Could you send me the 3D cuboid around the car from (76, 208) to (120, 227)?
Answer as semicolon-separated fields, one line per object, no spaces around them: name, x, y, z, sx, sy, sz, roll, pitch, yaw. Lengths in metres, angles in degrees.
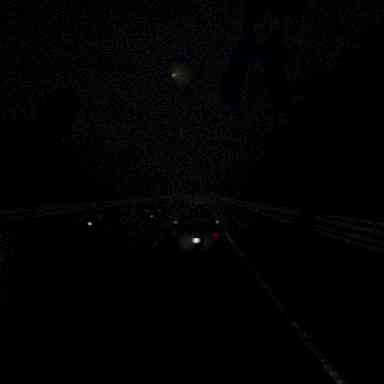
car;-6.592;1.771;23.874;1.895;1.301;4.718;-1;0;2

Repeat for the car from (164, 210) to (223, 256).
car;0.177;1.627;13.360;1.994;1.385;4.181;0;0;1

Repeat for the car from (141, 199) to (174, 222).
car;-2.959;1.646;27.608;2.128;1.511;4.902;-1;0;2

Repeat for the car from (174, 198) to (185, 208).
car;-2.124;1.737;51.936;1.837;1.490;4.892;0;0;2

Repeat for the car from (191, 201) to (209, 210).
car;0.835;1.682;36.242;1.812;1.442;4.674;0;0;2
